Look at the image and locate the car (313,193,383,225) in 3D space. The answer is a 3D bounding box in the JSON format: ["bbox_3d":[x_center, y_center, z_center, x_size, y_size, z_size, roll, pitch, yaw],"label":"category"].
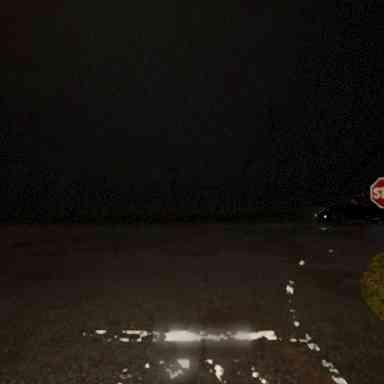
[{"bbox_3d":[10.982,1.141,22.132,5.566,2.045,2.150,-1,-3,-1],"label":"car"}]
